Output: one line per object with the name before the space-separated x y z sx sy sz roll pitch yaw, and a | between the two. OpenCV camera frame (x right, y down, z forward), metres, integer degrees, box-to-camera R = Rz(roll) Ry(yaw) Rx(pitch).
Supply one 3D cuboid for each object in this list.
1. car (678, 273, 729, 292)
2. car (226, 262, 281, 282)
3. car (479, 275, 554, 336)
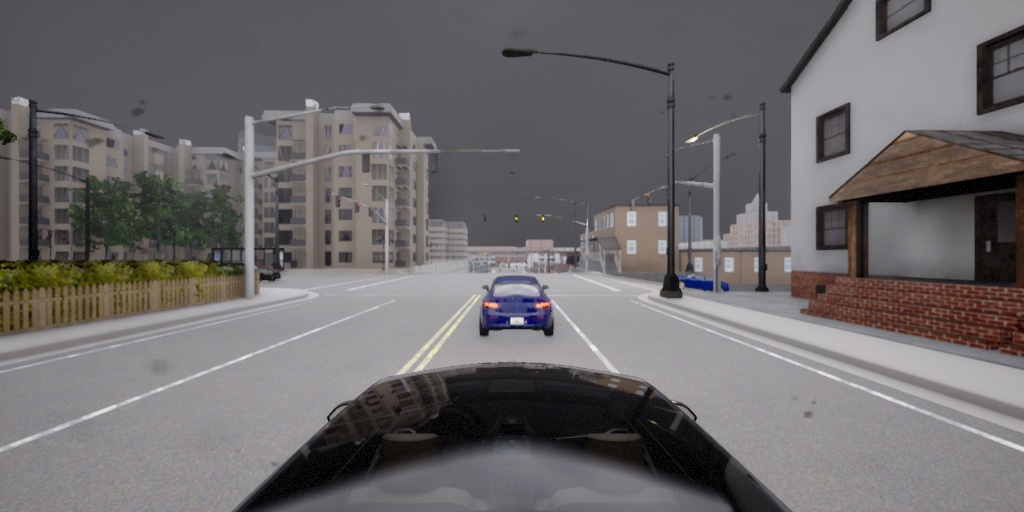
car | 15.361 2.177 29.911 5.008 1.535 1.882 9 0 1
car | -19.900 1.226 26.702 4.892 1.490 1.837 0 0 1
car | 0.105 1.266 10.217 1.812 1.442 4.674 0 0 0
